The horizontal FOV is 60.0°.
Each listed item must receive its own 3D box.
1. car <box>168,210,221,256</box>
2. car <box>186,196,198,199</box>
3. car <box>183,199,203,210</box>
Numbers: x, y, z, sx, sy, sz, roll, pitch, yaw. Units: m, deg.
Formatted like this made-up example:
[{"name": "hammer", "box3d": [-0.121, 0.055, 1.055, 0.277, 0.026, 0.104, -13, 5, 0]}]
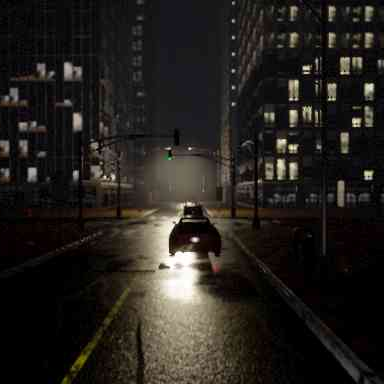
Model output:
[{"name": "car", "box3d": [0.104, 1.663, 13.680, 1.994, 1.385, 4.181, 0, 0, 0]}, {"name": "car", "box3d": [0.013, 1.774, 69.705, 2.150, 2.045, 5.566, 0, 0, 0]}, {"name": "car", "box3d": [0.107, 1.740, 33.814, 2.128, 1.511, 4.902, 0, -1, 0]}]
